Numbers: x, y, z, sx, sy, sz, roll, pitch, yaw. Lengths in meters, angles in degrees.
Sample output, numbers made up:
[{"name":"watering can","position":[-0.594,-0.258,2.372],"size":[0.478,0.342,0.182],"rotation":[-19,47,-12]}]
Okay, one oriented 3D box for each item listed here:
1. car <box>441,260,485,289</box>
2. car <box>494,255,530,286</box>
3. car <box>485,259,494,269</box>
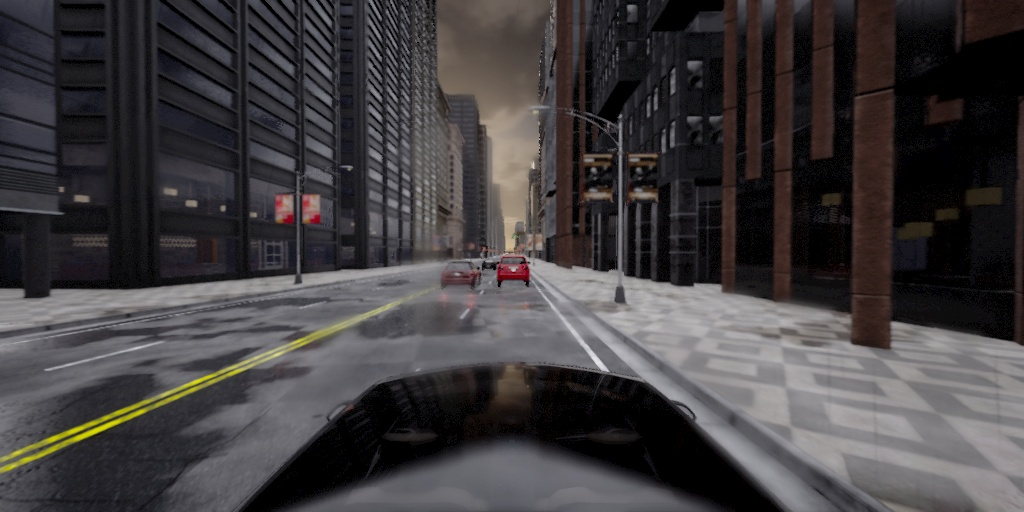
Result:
[{"name":"car","position":[-3.154,1.100,22.999],"size":[2.097,1.767,4.553],"rotation":[0,0,0]},{"name":"car","position":[0.095,0.970,25.383],"size":[2.150,2.045,5.566],"rotation":[0,0,0]},{"name":"car","position":[-3.159,1.206,50.295],"size":[1.882,1.535,5.008],"rotation":[0,0,0]}]
